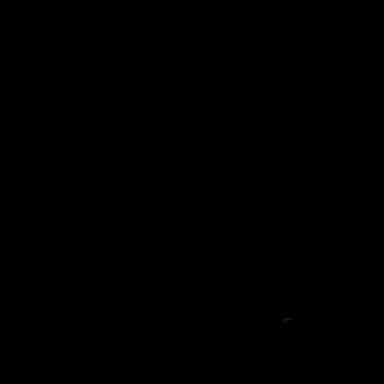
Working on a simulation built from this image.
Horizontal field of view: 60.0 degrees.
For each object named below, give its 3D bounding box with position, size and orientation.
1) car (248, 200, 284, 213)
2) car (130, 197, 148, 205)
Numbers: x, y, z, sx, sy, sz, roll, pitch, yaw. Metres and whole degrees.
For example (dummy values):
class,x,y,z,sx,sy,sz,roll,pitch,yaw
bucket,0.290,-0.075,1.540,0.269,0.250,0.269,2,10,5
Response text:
class,x,y,z,sx,sy,sz,roll,pitch,yaw
car,8.540,1.651,38.693,1.812,1.442,4.674,0,1,-35
car,-10.555,1.753,65.558,2.033,1.411,5.357,0,0,-35
